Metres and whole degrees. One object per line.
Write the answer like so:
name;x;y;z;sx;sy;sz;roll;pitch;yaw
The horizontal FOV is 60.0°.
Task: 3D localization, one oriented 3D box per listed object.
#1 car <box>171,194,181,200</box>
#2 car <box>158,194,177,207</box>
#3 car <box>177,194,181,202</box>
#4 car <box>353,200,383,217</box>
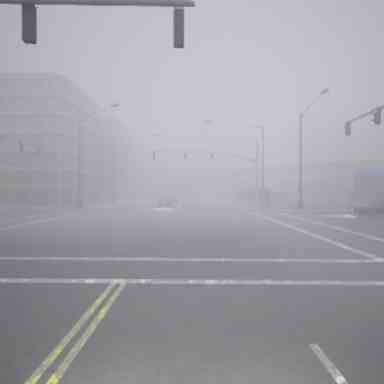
car;-3.522;1.150;74.763;1.994;1.385;4.181;0;0;0
car;-3.591;1.242;46.039;2.128;1.511;4.902;0;0;0
car;-3.552;1.225;59.765;2.033;1.411;5.357;0;0;1
car;16.394;1.407;28.997;4.181;1.385;1.994;0;0;0
